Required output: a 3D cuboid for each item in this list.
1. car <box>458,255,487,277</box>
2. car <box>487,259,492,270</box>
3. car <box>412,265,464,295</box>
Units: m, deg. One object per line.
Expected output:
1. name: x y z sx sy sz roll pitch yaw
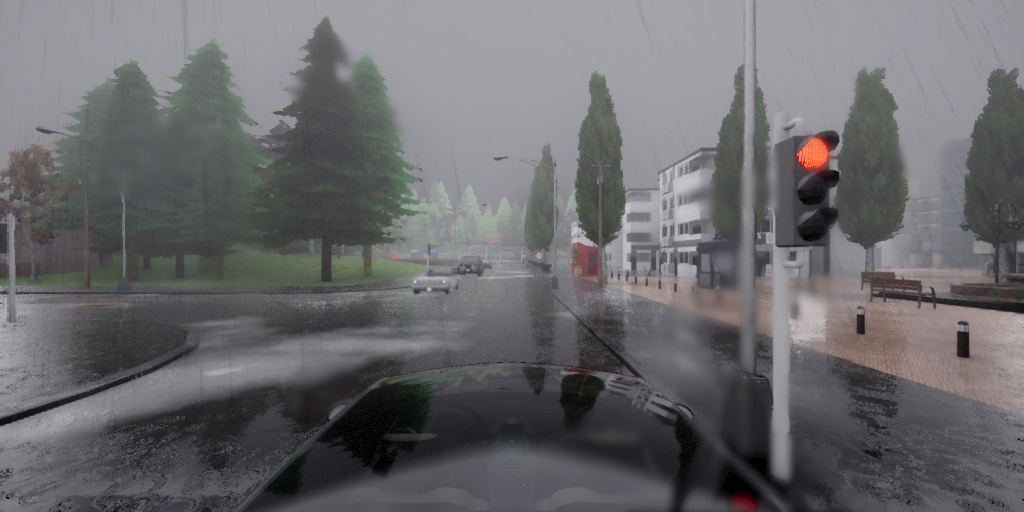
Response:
1. car: -4.082 0.969 35.927 2.150 2.045 5.566 0 0 0
2. car: -4.034 1.227 53.598 1.882 1.535 5.008 0 0 0
3. car: -4.091 1.351 19.964 1.895 1.301 4.718 0 0 0
